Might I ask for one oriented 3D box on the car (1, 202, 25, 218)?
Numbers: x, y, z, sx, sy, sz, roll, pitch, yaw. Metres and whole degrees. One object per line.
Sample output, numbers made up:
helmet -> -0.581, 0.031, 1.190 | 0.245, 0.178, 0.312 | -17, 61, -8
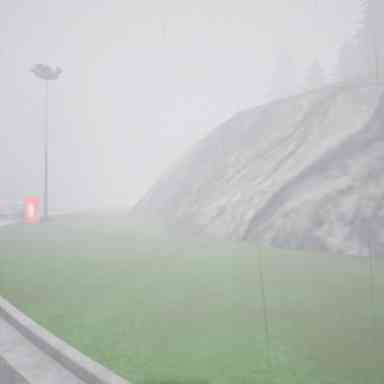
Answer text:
car -> -16.461, 1.687, 31.909 | 1.812, 1.442, 4.674 | 0, 0, -2

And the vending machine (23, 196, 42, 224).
vending machine -> -11.932, 1.327, 24.907 | 1.100, 2.100, 0.880 | 0, 0, -12
